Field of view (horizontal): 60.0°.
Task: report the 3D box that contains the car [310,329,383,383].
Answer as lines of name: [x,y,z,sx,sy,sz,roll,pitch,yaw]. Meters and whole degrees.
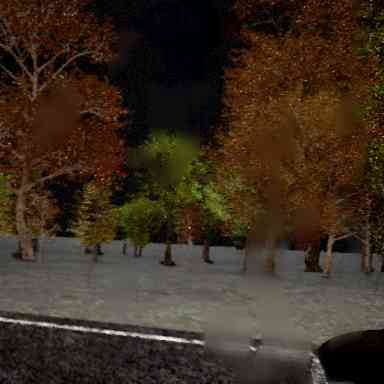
car: [3.662,1.867,3.012,4.892,1.490,1.837,1,-4,11]
